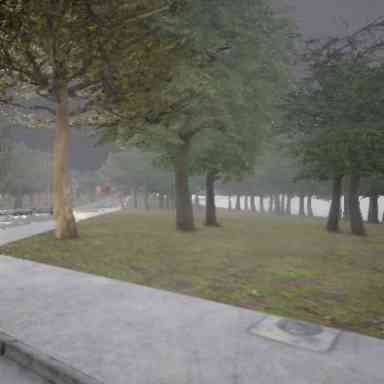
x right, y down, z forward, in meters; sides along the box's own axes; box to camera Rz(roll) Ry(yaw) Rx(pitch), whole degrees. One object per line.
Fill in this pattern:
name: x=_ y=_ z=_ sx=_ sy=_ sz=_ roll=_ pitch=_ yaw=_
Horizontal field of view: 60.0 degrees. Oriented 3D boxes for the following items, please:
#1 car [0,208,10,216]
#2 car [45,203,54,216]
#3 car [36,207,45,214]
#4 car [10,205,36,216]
car: x=-31.001 y=3.272 z=54.939 sx=1.895 sy=1.301 sz=4.718 roll=0 pitch=-2 yaw=-10
car: x=-20.594 y=2.711 z=51.863 sx=2.150 sy=2.045 sz=5.566 roll=0 pitch=-2 yaw=-10
car: x=-29.730 y=3.715 z=66.921 sx=1.895 sy=1.301 sz=4.718 roll=0 pitch=-2 yaw=-10
car: x=-27.630 y=3.194 z=54.481 sx=1.994 sy=1.385 sz=4.181 roll=0 pitch=-2 yaw=-9
